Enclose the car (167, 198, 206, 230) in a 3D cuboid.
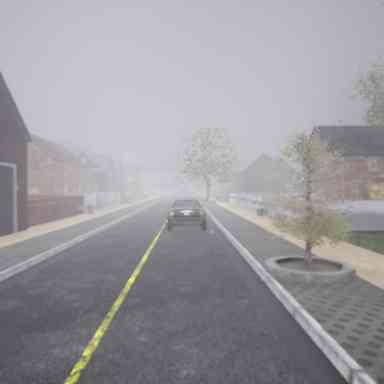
[{"bbox_3d":[-0.310,1.137,19.457,2.097,1.767,4.553,0,1,-1],"label":"car"}]
